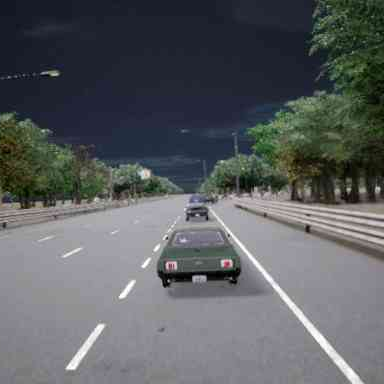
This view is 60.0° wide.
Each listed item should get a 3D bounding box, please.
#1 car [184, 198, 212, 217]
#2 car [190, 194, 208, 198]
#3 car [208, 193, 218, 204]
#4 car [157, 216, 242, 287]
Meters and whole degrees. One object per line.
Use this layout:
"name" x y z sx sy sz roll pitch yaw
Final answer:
"car" 0.443 1.578 28.590 1.837 1.490 4.892 -3 0 1
"car" 0.760 1.355 45.565 2.150 2.045 5.566 -3 0 3
"car" 3.544 1.290 63.755 2.150 2.045 5.566 -3 0 15
"car" 0.187 1.623 9.499 1.895 1.301 4.718 -3 0 1
